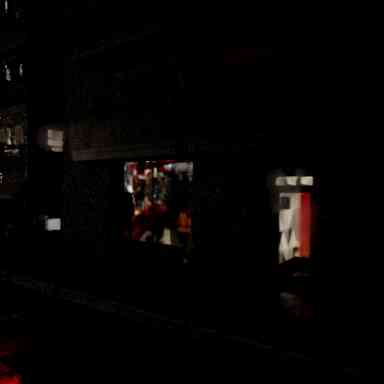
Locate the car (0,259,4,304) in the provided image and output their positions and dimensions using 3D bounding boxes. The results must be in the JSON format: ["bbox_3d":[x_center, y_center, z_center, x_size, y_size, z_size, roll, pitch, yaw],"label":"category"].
[{"bbox_3d":[-5.626,1.473,6.484,5.008,1.535,1.882,0,0,36],"label":"car"}]
